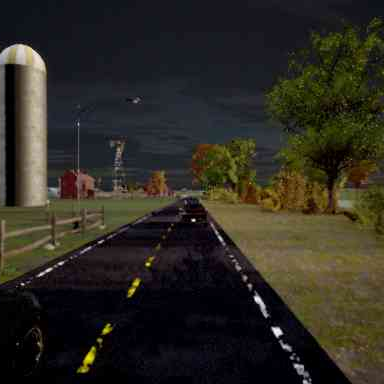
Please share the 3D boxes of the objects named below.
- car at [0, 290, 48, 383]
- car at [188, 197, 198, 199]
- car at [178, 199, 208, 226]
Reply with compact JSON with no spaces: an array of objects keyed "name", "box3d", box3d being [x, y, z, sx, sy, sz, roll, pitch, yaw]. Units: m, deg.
[{"name":"car","box3d":[-2.845,1.564,2.579,1.994,1.385,4.181,0,0,0]},{"name":"car","box3d":[0.109,1.442,42.055,2.097,1.767,4.553,0,0,0]},{"name":"car","box3d":[0.102,1.530,23.538,1.837,1.490,4.892,0,0,0]}]
